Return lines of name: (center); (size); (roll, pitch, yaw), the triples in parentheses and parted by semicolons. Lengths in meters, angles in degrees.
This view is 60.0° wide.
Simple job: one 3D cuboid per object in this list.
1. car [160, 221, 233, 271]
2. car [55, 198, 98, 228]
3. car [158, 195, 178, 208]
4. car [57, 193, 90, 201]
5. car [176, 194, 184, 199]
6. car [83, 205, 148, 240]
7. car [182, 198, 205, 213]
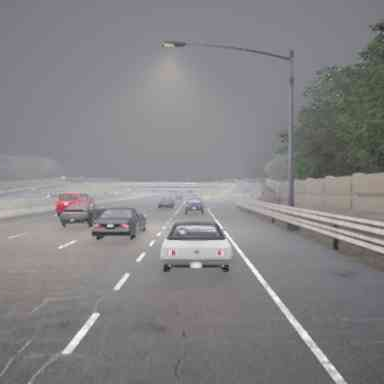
car: (0.119, 1.569, 10.701); (1.895, 1.301, 4.718); (0, 0, 0)
car: (-6.839, 1.409, 21.459); (2.128, 1.511, 4.902); (0, 0, 0)
car: (-3.292, 1.379, 43.829); (1.994, 1.385, 4.181); (0, 0, 0)
car: (-10.302, 1.100, 29.897); (2.150, 2.045, 5.566); (0, 0, 0)
car: (-3.150, 1.156, 80.912); (2.128, 1.511, 4.902); (0, 1, 0)
car: (-3.461, 1.488, 16.687); (2.033, 1.411, 5.357); (0, 0, 0)
car: (0.253, 1.385, 34.001); (1.812, 1.442, 4.674); (0, 0, 1)
